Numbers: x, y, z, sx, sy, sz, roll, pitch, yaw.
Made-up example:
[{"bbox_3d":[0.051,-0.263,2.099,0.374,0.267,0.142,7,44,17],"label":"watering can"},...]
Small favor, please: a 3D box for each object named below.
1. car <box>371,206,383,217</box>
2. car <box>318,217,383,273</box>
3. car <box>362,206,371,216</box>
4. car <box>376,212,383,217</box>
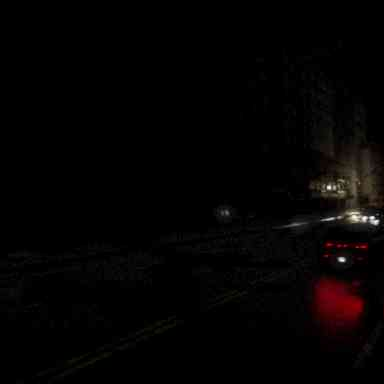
[{"bbox_3d":[24.443,2.708,42.104,1.837,1.490,4.892,-2,-3,37],"label":"car"},{"bbox_3d":[6.173,1.904,12.358,1.837,1.490,4.892,-2,-2,38],"label":"car"},{"bbox_3d":[28.126,2.994,52.283,2.128,1.511,4.902,-2,-2,38],"label":"car"},{"bbox_3d":[14.839,2.300,23.811,1.895,1.301,4.718,-2,-3,38],"label":"car"}]
